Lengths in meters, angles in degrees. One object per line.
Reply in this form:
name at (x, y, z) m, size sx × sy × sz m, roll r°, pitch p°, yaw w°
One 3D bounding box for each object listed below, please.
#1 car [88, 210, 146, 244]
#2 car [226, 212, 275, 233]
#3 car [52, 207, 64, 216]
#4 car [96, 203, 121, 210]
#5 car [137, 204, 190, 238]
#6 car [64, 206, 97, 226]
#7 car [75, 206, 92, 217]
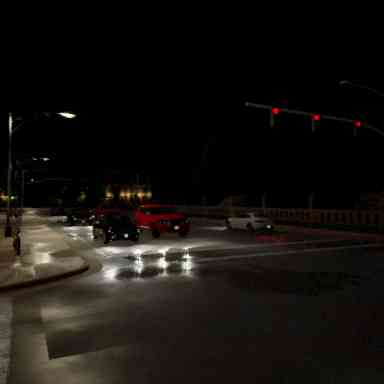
car at (-4.480, 2.061, 19.307) m, size 1.837 × 1.490 × 4.892 m, roll 1°, pitch -2°, yaw -27°
car at (4.323, 2.223, 25.052) m, size 1.812 × 1.442 × 4.674 m, roll 1°, pitch -2°, yaw -25°
car at (-20.159, 2.909, 50.351) m, size 2.033 × 1.411 × 5.357 m, roll 1°, pitch -2°, yaw -27°
car at (-9.054, 2.206, 36.031) m, size 2.150 × 2.045 × 5.566 m, roll 1°, pitch -1°, yaw -27°
car at (-2.161, 1.857, 22.475) m, size 2.150 × 2.045 × 5.566 m, roll 1°, pitch -2°, yaw -27°
car at (-10.641, 2.397, 31.453) m, size 1.812 × 1.442 × 4.674 m, roll 1°, pitch -1°, yaw -27°
car at (-17.041, 2.963, 51.940) m, size 1.837 × 1.490 × 4.892 m, roll 1°, pitch -2°, yaw -27°
